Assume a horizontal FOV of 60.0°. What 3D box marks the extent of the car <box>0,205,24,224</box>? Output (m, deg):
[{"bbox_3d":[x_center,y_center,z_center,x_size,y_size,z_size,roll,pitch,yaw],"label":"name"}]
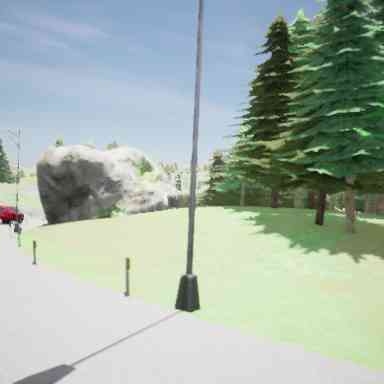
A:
[{"bbox_3d":[-21.382,2.617,38.510,2.150,2.045,5.566,3,-4,-7],"label":"car"}]
